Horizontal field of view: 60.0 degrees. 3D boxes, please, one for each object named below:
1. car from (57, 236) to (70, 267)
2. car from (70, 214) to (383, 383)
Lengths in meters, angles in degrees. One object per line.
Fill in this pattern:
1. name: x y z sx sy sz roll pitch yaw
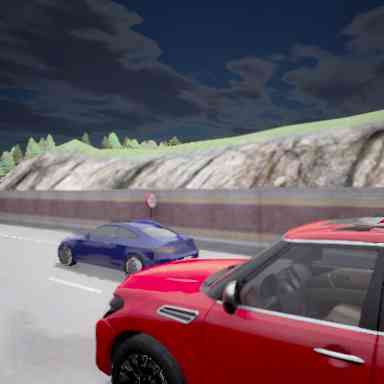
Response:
1. car: -1.962 1.528 9.698 4.674 1.442 1.812 0 0 35
2. car: 1.598 1.224 2.858 5.566 2.045 2.150 0 0 35
